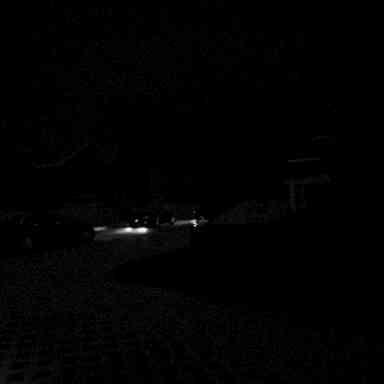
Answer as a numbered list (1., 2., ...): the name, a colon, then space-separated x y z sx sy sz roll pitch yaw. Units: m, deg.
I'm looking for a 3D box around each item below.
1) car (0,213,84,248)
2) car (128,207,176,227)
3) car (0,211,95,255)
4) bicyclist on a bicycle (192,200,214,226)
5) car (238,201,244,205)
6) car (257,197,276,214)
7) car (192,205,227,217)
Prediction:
1. car: -7.773 1.760 16.151 1.895 1.301 4.718 -3 -2 30
2. car: -2.951 1.853 24.994 1.994 1.385 4.181 -3 -2 27
3. car: -6.063 1.518 13.366 1.837 1.490 4.892 -5 -3 26
4. bicyclist on a bicycle: 0.726 1.302 19.504 1.656 1.620 0.582 -3 -2 28
5. car: 7.238 1.934 43.760 2.097 1.767 4.553 -3 -2 29
6. car: 9.708 1.681 42.373 2.150 2.045 5.566 -3 -2 29
7. car: 1.852 2.024 33.864 1.895 1.301 4.718 -3 -2 28
